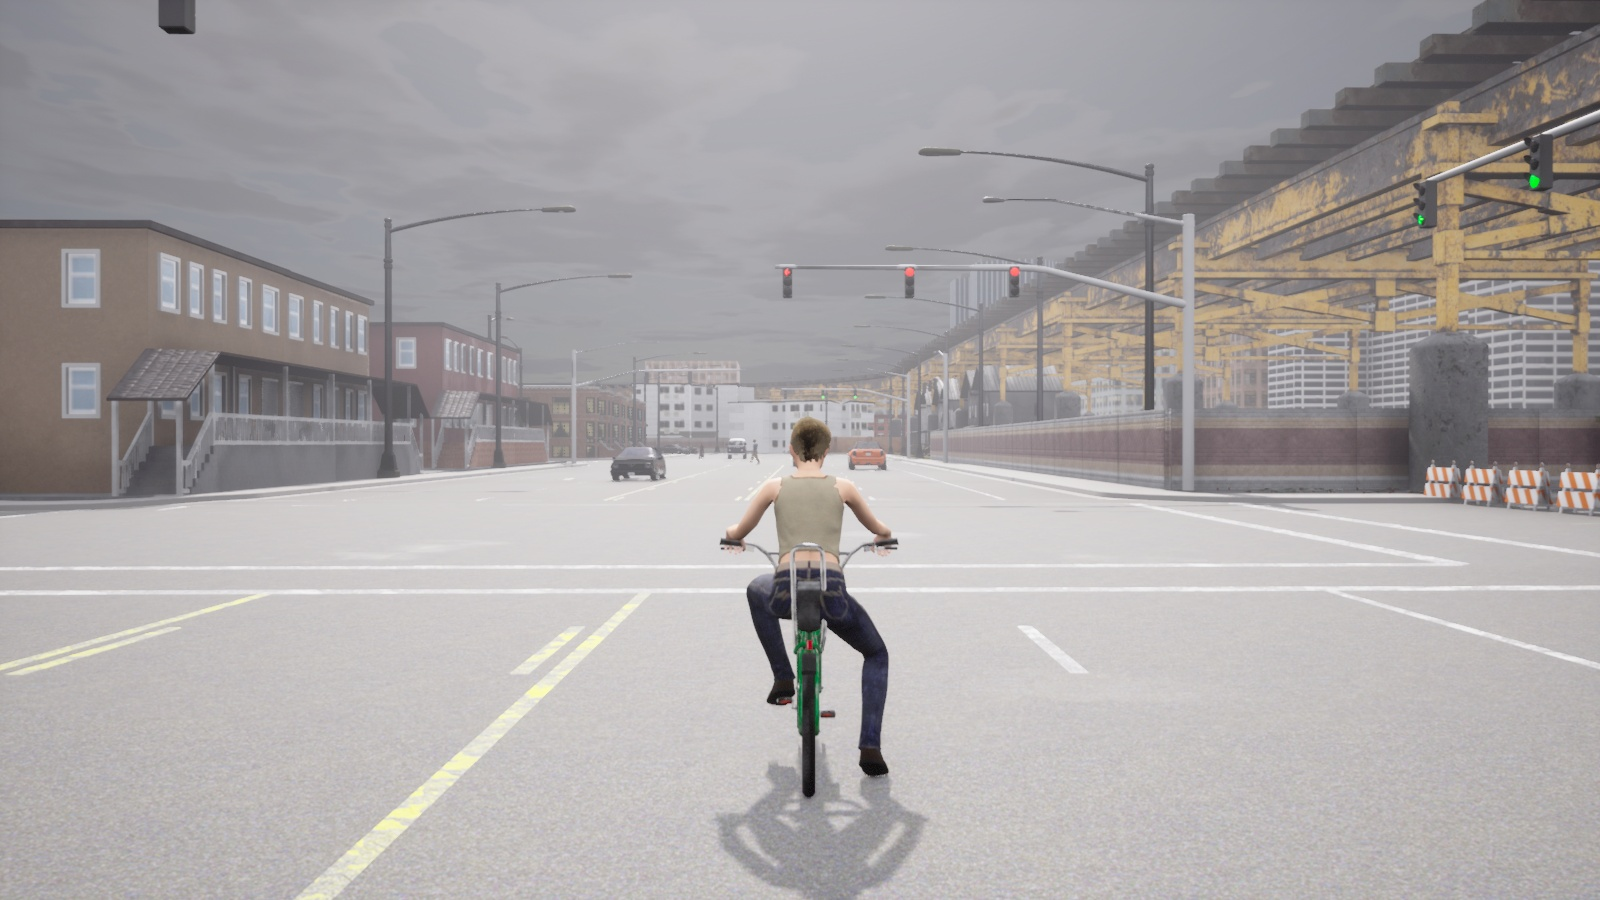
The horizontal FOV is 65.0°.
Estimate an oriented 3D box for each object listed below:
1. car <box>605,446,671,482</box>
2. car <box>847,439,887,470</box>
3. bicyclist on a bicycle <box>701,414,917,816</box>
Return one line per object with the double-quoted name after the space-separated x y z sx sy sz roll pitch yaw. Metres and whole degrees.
-6.699 0.549 52.541 2.033 1.411 5.357 0 0 0 "car"
3.919 0.271 74.094 2.097 1.767 4.553 0 0 0 "car"
0.041 0.657 5.791 0.866 1.612 1.509 0 0 0 "bicyclist on a bicycle"
